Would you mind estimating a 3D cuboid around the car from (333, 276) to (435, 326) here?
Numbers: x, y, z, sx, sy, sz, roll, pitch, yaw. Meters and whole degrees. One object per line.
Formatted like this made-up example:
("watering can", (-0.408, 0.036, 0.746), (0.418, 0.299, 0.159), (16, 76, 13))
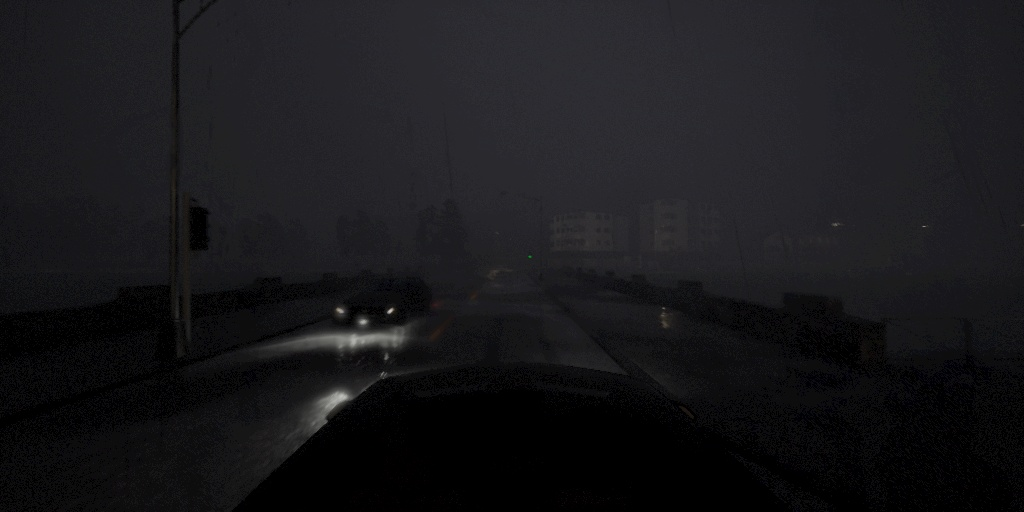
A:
("car", (-4.003, 1.414, 12.325), (2.033, 1.411, 5.357), (0, 0, 0))
